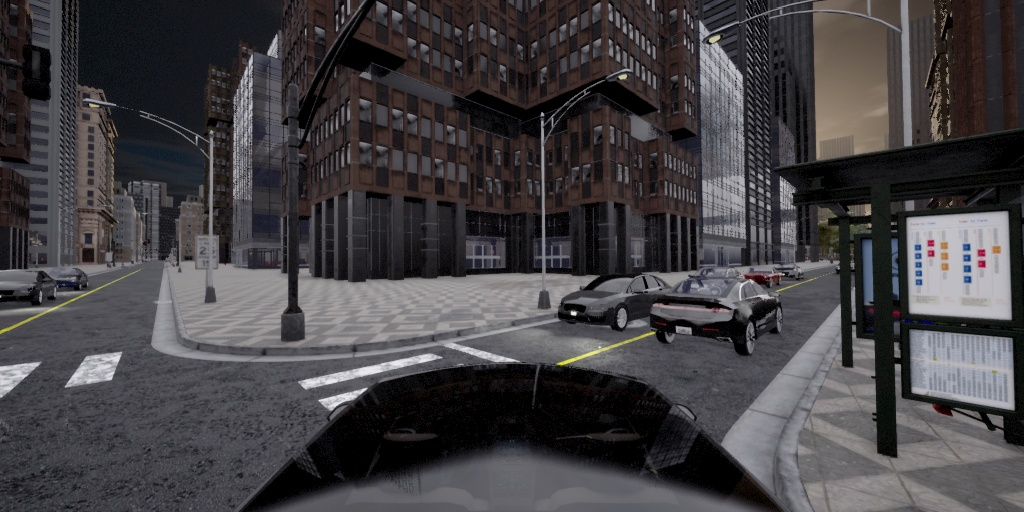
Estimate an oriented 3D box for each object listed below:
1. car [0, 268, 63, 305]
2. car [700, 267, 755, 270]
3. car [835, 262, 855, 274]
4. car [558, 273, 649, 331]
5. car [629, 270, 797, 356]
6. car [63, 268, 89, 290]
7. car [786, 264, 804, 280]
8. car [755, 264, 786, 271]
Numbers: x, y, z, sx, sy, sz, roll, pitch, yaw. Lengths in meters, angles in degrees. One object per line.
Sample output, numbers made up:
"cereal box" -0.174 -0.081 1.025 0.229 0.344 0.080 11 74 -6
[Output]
"car" -22.362 1.399 16.171 1.837 1.490 4.892 0 -1 -44
"car" 10.222 1.305 18.010 4.902 1.511 2.128 0 -1 -44
"car" 37.459 1.350 39.944 4.718 1.301 1.895 0 -1 -44
"car" 3.477 1.320 11.436 4.892 1.490 1.837 0 -1 -42
"car" 5.121 1.251 8.753 4.902 1.511 2.128 0 -1 -44
"car" -29.624 1.495 23.690 2.033 1.411 5.357 0 -1 -44
"car" 24.170 1.373 31.462 4.181 1.385 1.994 0 -1 -44
"car" 16.932 1.413 24.498 4.718 1.301 1.895 0 -1 -44
